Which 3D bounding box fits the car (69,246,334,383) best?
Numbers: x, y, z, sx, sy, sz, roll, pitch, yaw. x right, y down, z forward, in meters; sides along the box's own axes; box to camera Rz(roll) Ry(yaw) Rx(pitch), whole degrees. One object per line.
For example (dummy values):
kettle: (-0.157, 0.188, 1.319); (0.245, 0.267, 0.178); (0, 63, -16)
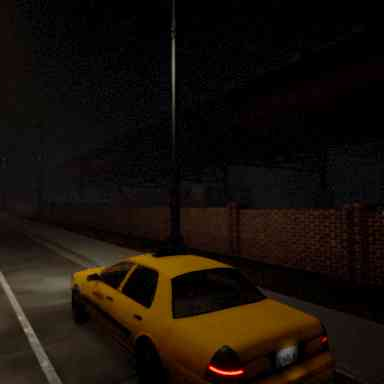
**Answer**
car: (-0.526, 1.634, 5.362); (1.801, 1.575, 5.366); (2, -2, -35)
